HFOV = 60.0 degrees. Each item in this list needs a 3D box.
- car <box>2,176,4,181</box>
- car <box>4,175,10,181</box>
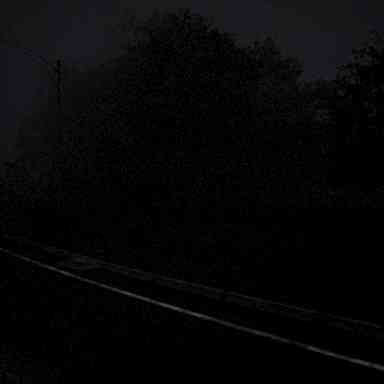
[{"bbox_3d":[-41.929,-3.030,69.196,2.150,2.045,5.566,0,3,-11],"label":"car"},{"bbox_3d":[-43.764,-3.411,79.705,1.837,1.490,4.892,0,3,-6],"label":"car"}]
